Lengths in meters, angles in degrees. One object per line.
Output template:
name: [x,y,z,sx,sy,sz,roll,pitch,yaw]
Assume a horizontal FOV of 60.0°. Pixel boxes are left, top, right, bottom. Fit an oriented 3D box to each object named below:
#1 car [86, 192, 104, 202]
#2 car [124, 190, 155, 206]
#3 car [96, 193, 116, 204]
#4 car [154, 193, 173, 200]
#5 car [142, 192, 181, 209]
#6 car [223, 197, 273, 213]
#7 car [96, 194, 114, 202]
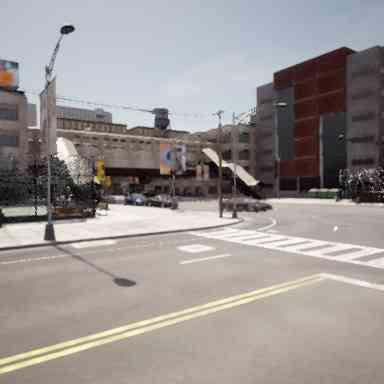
car: [-19.546,0.963,67.118,2.097,1.767,4.553,-1,1,-35]
car: [-7.231,1.020,44.012,2.185,1.767,4.553,-1,1,-35]
car: [-13.379,1.144,52.861,2.231,1.521,4.892,-1,1,-25]
car: [-6.111,0.970,71.653,1.895,1.301,4.718,-1,1,-35]
car: [-3.431,1.144,38.829,2.097,1.535,5.008,-1,1,-35]
car: [5.092,1.198,31.463,2.033,1.411,5.357,-1,1,-35]
car: [-16.512,1.174,62.664,1.994,1.385,4.181,-1,1,-34]
